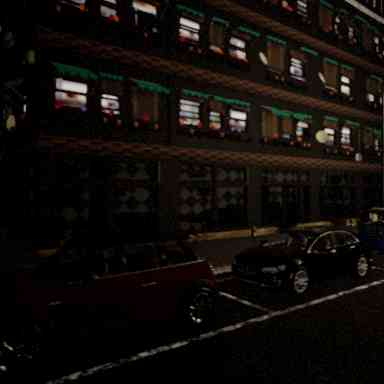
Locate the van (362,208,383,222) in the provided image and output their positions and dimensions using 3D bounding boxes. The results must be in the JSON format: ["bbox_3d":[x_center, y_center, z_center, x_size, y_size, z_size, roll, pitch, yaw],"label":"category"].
[{"bbox_3d":[7.544,1.429,11.903,3.998,1.788,1.690,0,-1,-35],"label":"van"}]

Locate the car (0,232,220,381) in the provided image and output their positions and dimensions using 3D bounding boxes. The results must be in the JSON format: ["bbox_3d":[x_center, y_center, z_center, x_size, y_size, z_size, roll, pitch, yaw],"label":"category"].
[{"bbox_3d":[-1.582,1.452,5.402,4.097,1.590,1.967,0,-1,-35],"label":"car"}]

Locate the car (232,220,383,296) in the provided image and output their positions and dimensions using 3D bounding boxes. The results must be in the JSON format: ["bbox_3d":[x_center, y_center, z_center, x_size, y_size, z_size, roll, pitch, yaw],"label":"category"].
[{"bbox_3d":[2.981,1.601,8.650,4.403,1.369,2.008,0,-1,-35],"label":"car"}]
